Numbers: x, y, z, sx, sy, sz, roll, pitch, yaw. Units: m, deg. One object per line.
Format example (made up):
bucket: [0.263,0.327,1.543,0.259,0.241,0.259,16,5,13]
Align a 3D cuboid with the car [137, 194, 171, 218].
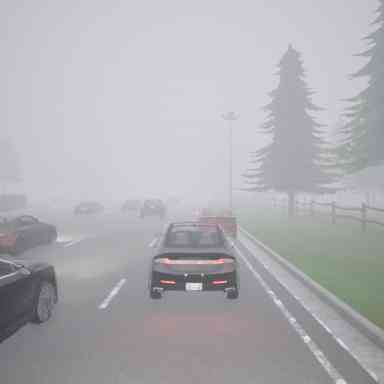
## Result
car: [-3.382,1.352,30.315,2.097,1.767,4.553,0,0,0]

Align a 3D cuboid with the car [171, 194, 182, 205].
car: [-3.364,1.351,59.505,2.097,1.767,4.553,0,0,0]

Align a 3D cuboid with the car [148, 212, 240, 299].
car: [0.057,1.492,8.419,2.128,1.511,4.902,0,0,0]

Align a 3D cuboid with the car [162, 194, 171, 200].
car: [-6.948,1.355,89.926,2.097,1.767,4.553,0,0,0]

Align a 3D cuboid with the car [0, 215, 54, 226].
car: [-6.892,1.564,12.911,1.994,1.385,4.181,0,0,0]

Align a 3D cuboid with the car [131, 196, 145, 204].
car: [-10.363,1.506,64.343,1.837,1.490,4.892,0,0,0]

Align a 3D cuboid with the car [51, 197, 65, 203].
car: [-27.950,1.595,69.050,1.895,1.301,4.718,0,0,-35]

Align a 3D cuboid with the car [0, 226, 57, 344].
car: [-3.397,1.491,4.233,2.128,1.511,4.902,0,0,0]

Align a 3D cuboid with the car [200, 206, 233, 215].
car: [1.235,1.478,17.760,1.882,1.535,5.008,0,0,0]

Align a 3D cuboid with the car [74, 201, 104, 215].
car: [-10.381,1.564,33.704,1.994,1.385,4.181,0,0,0]

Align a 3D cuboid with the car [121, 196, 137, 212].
car: [-6.878,1.547,38.589,2.033,1.411,5.357,0,0,0]
